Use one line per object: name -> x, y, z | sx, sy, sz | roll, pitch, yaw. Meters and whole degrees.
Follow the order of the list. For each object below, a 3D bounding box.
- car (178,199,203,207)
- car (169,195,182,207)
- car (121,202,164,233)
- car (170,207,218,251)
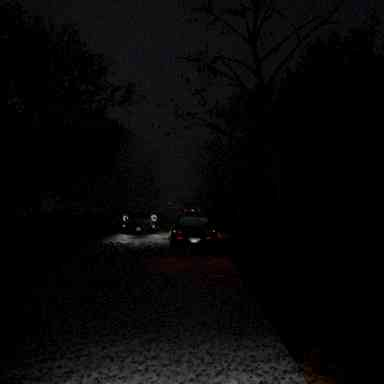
car -> 0.032, 1.666, 31.653 | 2.033, 1.411, 5.357 | 0, 0, 0
car -> -3.050, 1.618, 61.349 | 2.150, 2.045, 5.566 | 0, -1, 0
car -> -2.879, 1.428, 20.193 | 2.097, 1.767, 4.553 | 0, 0, 0
car -> 0.079, 1.580, 14.298 | 1.812, 1.442, 4.674 | 0, 0, 0
